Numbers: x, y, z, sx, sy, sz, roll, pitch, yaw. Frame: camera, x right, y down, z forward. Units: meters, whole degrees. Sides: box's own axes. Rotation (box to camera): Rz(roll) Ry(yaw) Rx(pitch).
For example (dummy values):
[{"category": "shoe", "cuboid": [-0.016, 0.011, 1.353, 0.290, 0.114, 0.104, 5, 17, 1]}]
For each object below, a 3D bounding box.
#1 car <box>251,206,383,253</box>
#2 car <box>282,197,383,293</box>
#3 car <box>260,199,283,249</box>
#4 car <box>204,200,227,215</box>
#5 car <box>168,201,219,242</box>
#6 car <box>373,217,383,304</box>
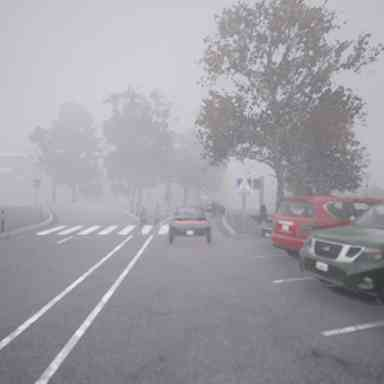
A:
[{"category": "car", "cuboid": [5.176, 1.417, 13.778, 4.892, 1.521, 2.231, 1, 0, -21]}, {"category": "car", "cuboid": [5.255, 1.204, 7.814, 5.566, 2.045, 2.435, 1, 1, -21]}, {"category": "car", "cuboid": [5.263, 1.185, 10.817, 5.566, 2.045, 2.435, 1, 0, -21]}, {"category": "car", "cuboid": [1.862, 1.479, 31.654, 2.033, 1.411, 5.357, 2, -2, 21]}, {"category": "car", "cuboid": [-0.116, 1.404, 15.714, 2.128, 1.511, 4.902, 0, 0, -1]}, {"category": "car", "cuboid": [5.339, 1.349, 4.870, 4.553, 1.767, 2.185, 1, 1, -21]}]
